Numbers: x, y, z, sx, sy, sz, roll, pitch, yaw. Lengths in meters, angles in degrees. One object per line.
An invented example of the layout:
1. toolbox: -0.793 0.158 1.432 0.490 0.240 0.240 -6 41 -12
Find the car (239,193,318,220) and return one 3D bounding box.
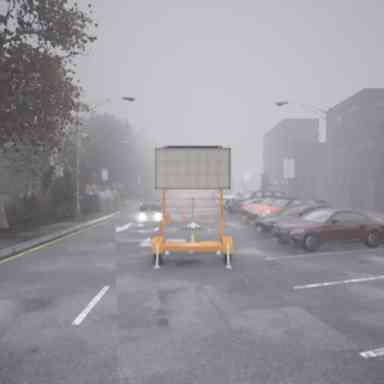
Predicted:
1. car: 5.393 1.113 18.940 4.553 1.767 2.185 1 1 -20

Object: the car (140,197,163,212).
1. car: -3.943 1.192 32.694 1.895 1.301 4.718 0 1 0

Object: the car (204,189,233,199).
1. car: 5.620 0.460 70.001 5.566 2.045 2.435 1 0 -20

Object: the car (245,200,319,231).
1. car: 5.319 1.305 15.922 4.792 1.488 2.163 1 1 -20

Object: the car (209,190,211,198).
1. car: 5.580 0.755 51.962 4.553 1.767 2.185 1 1 -20

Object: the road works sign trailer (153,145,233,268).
1. road works sign trailer: 0.028 0.322 10.659 2.380 3.560 2.880 0 1 0

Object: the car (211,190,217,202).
1. car: 5.441 0.779 36.930 5.566 2.045 2.435 1 1 -20

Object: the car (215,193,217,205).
1. car: 5.254 1.091 30.874 5.366 1.575 1.946 1 1 -20

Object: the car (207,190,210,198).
1. car: 5.552 0.852 54.967 5.008 1.535 2.097 1 0 -20

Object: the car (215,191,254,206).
1. car: 5.468 0.842 42.945 4.553 1.767 2.185 1 0 -20

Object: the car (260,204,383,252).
1. car: 5.337 1.354 12.931 4.674 1.452 2.002 0 1 -20

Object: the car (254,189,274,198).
1. car: 18.635 0.320 85.952 2.435 2.045 5.566 0 1 -21

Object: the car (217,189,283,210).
1. car: 5.400 0.879 27.913 5.566 2.045 2.435 1 1 -20

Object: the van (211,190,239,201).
1. van: 5.682 0.599 58.009 4.442 1.987 1.878 1 0 -20

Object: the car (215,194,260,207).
1. car: 5.456 1.028 39.932 4.792 1.488 2.163 1 1 -20

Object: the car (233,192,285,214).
1. car: 5.409 1.076 21.941 4.553 1.767 2.185 1 1 -20

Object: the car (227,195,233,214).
1. car: 5.389 1.205 24.939 4.674 1.452 2.002 1 0 -20

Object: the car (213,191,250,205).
1. car: 5.485 0.812 45.946 4.553 1.767 2.185 1 0 -20

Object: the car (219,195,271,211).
1. car: 5.417 1.092 33.932 4.792 1.488 2.163 1 1 -20
